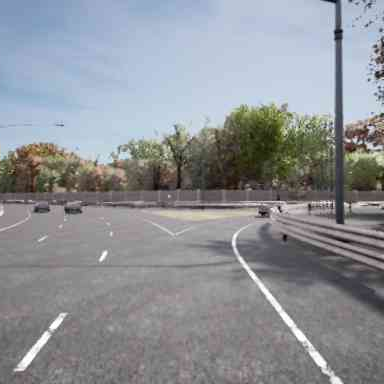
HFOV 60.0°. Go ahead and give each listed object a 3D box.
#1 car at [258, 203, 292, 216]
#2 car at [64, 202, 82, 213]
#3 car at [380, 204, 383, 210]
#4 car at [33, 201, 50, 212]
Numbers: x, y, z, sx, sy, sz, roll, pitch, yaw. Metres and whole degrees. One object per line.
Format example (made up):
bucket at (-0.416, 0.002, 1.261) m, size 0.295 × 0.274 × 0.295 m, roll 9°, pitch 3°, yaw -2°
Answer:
car at (9.349, 1.964, 37.022) m, size 2.033 × 1.411 × 5.357 m, roll -1°, pitch -1°, yaw 41°
car at (-16.063, 2.036, 44.827) m, size 2.128 × 1.511 × 4.902 m, roll 0°, pitch -1°, yaw -26°
car at (31.849, 2.091, 52.683) m, size 4.674 × 1.442 × 1.812 m, roll 0°, pitch -1°, yaw -23°
car at (-21.812, 2.082, 48.112) m, size 2.128 × 1.511 × 4.902 m, roll 1°, pitch -1°, yaw -30°
